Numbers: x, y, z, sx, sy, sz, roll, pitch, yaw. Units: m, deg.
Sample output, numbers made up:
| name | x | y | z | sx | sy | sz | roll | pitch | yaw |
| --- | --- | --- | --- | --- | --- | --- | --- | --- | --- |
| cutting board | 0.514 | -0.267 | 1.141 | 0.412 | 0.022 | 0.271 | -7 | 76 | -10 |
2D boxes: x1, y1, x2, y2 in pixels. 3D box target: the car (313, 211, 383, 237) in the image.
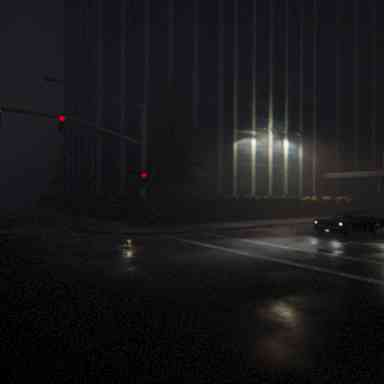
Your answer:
| name | x | y | z | sx | sy | sz | roll | pitch | yaw |
| --- | --- | --- | --- | --- | --- | --- | --- | --- | --- |
| car | 9.009 | 1.754 | 19.012 | 4.718 | 1.301 | 1.895 | 1 | 0 | -35 |
